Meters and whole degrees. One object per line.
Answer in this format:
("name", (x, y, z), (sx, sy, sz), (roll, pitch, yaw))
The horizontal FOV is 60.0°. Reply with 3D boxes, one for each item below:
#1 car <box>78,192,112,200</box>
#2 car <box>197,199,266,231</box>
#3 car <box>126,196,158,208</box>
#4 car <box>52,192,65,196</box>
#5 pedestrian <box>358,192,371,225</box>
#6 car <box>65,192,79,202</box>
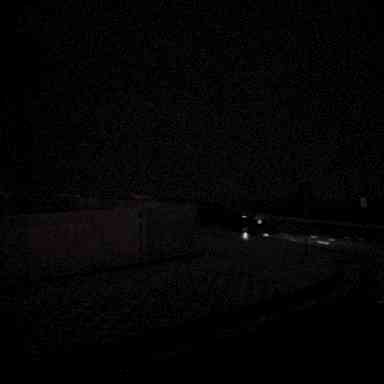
("car", (-9.964, 0.903, 34.924), (1.882, 1.535, 5.008), (0, 1, -36))
("car", (1.927, 1.181, 18.470), (2.128, 1.511, 4.902), (0, 1, -36))
("car", (-3.941, 1.037, 26.576), (1.882, 1.535, 5.008), (0, 1, -36))
("car", (-22.713, 0.616, 57.540), (2.033, 1.411, 5.357), (0, 1, -36))
("pedestrian", (9.371, 0.868, 18.184), (0.375, 1.860, 0.375), (1, 0, -36))
("car", (-16.964, 0.727, 49.598), (1.812, 1.442, 4.674), (0, 1, -36))
